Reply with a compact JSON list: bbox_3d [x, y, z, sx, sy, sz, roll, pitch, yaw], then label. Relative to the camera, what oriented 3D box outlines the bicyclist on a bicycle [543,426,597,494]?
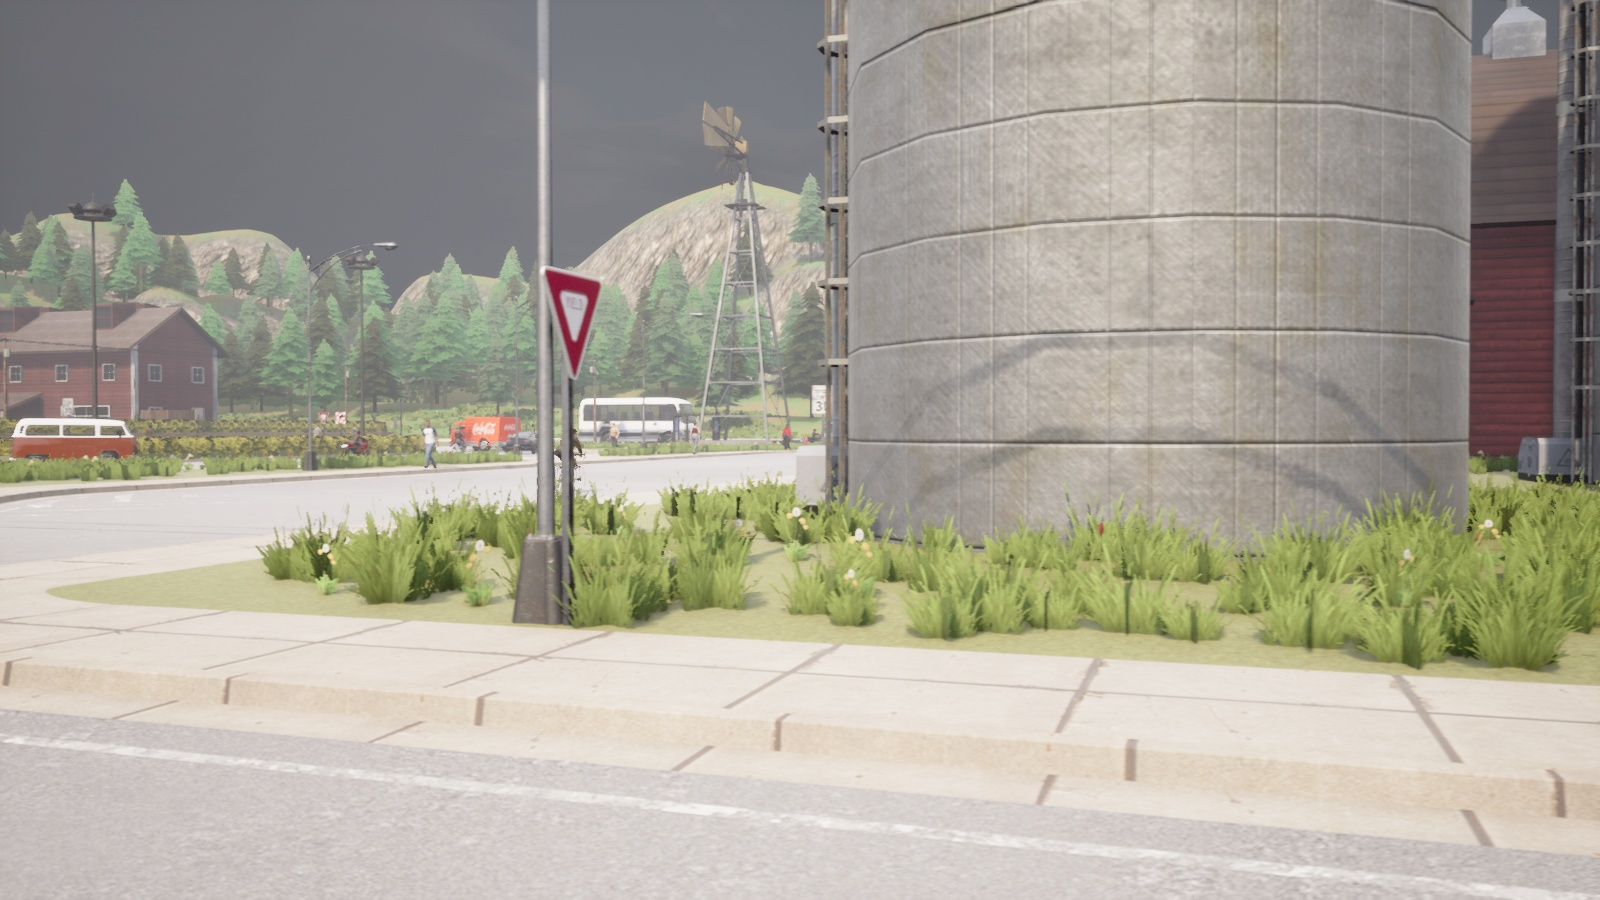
[{"bbox_3d":[-5.650,0.229,30.910,0.582,1.620,1.656,1,1,18],"label":"bicyclist on a bicycle"}]

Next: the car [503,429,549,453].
[{"bbox_3d":[-17.672,-0.607,81.129,1.812,1.442,4.674,0,1,2],"label":"car"}]

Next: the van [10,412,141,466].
[{"bbox_3d":[-28.912,-0.459,50.189,4.480,2.038,2.069,0,2,-31],"label":"van"}]

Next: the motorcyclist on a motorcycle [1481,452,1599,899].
[{"bbox_3d":[2.481,0.783,2.322,2.044,1.523,0.797,1,1,20],"label":"motorcyclist on a motorcycle"}]

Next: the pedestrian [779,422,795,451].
[{"bbox_3d":[-0.842,-0.889,81.698,0.634,1.844,0.899,1,1,33],"label":"pedestrian"}]

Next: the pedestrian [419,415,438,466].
[{"bbox_3d":[-13.482,-0.359,45.564,0.354,1.836,0.706,1,1,17],"label":"pedestrian"}]

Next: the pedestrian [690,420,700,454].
[{"bbox_3d":[-5.825,-0.718,69.735,0.345,1.836,0.594,1,1,22],"label":"pedestrian"}]

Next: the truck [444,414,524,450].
[{"bbox_3d":[-22.477,-1.284,89.294,5.204,2.467,2.627,1,1,31],"label":"truck"}]

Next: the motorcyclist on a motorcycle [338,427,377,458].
[{"bbox_3d":[-22.424,-0.387,63.665,0.797,1.523,2.044,1,1,18],"label":"motorcyclist on a motorcycle"}]
